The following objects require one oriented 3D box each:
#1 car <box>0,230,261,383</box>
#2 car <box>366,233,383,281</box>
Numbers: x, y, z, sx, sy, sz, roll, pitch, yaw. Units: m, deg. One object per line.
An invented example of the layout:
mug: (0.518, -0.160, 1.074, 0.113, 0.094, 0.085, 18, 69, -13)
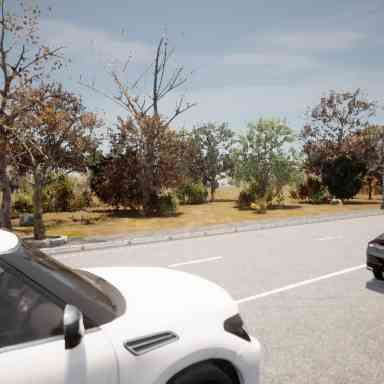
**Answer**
car: (-2.001, 1.221, 2.317, 5.566, 2.045, 2.150, 0, 0, -36)
car: (6.186, 1.350, 8.156, 4.902, 1.511, 2.128, -1, 1, -35)
